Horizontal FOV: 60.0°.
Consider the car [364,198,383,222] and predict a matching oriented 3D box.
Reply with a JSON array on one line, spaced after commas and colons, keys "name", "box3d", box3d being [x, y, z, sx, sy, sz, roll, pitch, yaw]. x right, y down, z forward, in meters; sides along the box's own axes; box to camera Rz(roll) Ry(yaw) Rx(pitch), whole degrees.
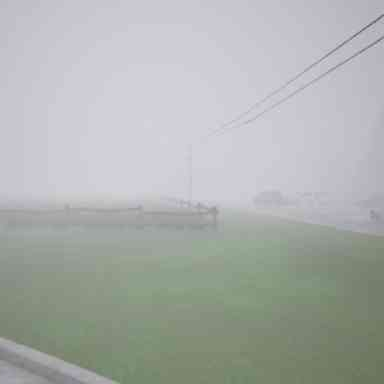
[{"name": "car", "box3d": [13.765, 1.382, 21.616, 1.812, 1.442, 4.674, 0, 0, -11]}]

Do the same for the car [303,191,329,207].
[{"name": "car", "box3d": [16.322, 0.883, 45.356, 2.150, 2.045, 5.566, 0, 1, -11]}]

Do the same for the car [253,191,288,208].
[{"name": "car", "box3d": [9.694, 0.885, 42.761, 2.150, 2.045, 5.566, 0, 1, -11]}]

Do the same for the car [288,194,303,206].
[{"name": "car", "box3d": [12.796, 1.216, 45.152, 1.994, 1.385, 4.181, 0, 0, -11]}]

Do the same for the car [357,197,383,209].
[{"name": "car", "box3d": [21.319, 1.287, 37.913, 2.033, 1.411, 5.357, 0, 0, -11]}]
